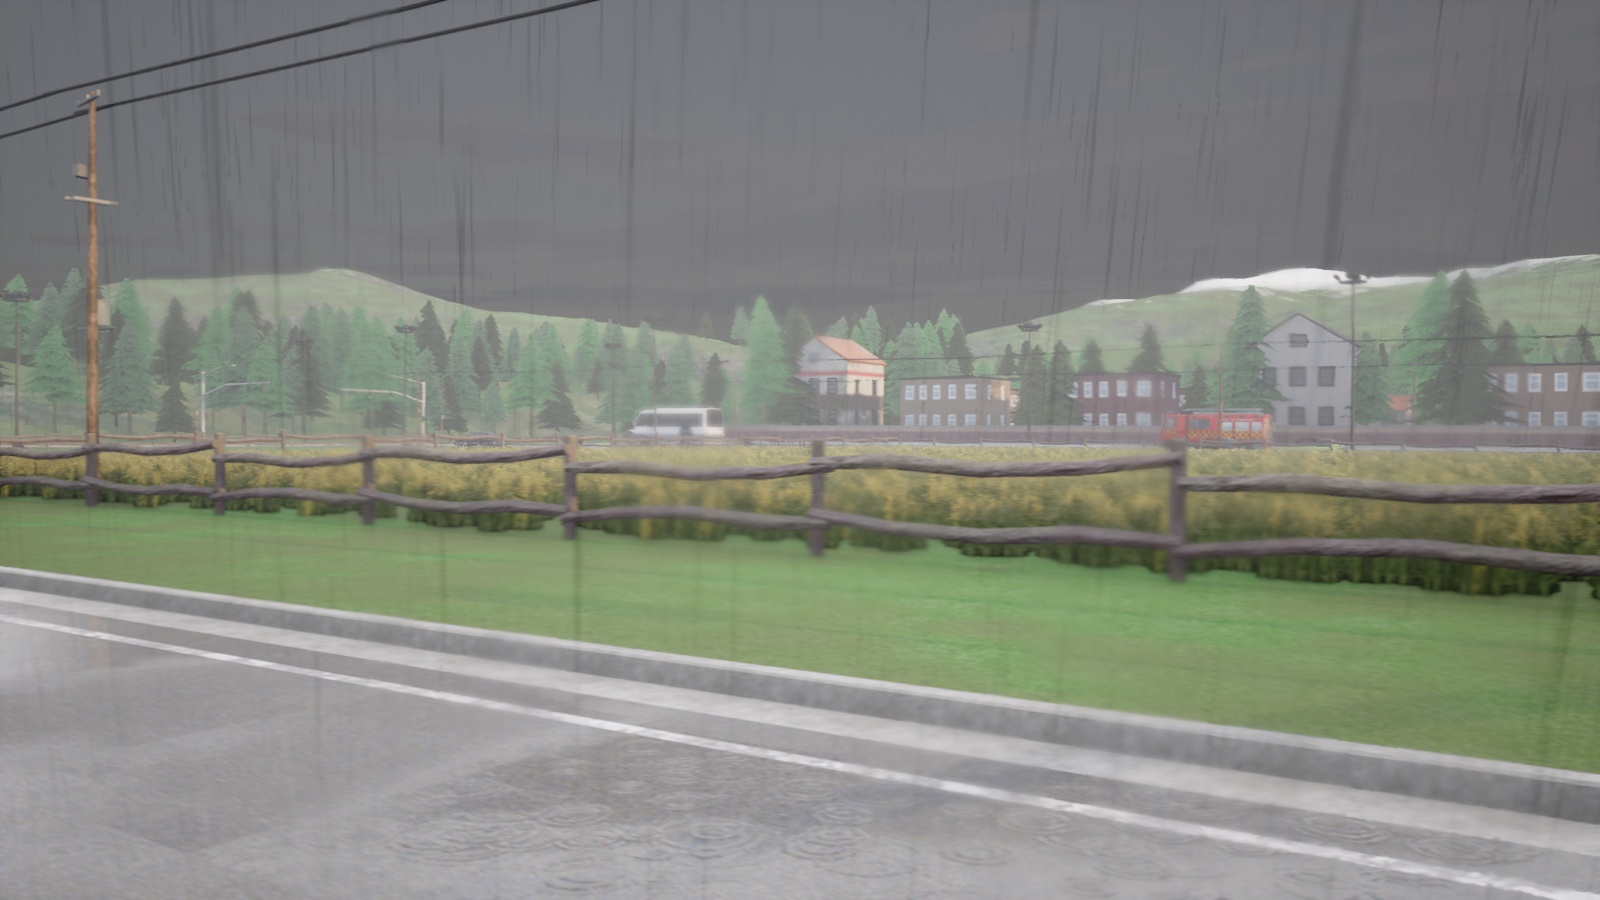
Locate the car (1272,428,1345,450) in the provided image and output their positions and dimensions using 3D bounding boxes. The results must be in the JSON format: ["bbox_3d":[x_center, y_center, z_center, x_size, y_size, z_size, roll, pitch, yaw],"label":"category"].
[{"bbox_3d":[36.795,-0.823,90.901,4.514,1.525,2.007,0,1,34],"label":"car"}]

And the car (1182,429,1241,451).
[{"bbox_3d":[29.897,-0.712,91.316,3.705,1.549,1.789,0,1,34],"label":"car"}]
